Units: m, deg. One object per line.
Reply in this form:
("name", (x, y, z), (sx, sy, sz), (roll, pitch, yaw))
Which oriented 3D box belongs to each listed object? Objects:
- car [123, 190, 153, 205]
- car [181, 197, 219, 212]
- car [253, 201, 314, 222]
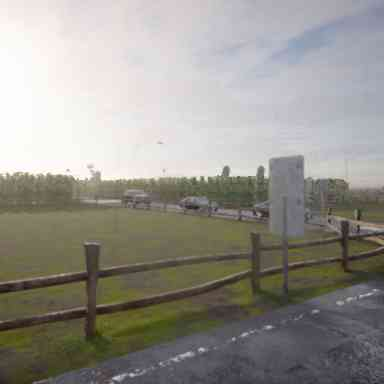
("car", (-7.393, 0.749, 44.980), (2.150, 2.045, 5.566), (-1, 1, -35))
("car", (0.737, 1.220, 33.131), (2.128, 1.511, 4.902), (-1, 1, -34))
("car", (6.614, 1.380, 24.508), (1.837, 1.490, 4.892), (-1, 1, -33))
